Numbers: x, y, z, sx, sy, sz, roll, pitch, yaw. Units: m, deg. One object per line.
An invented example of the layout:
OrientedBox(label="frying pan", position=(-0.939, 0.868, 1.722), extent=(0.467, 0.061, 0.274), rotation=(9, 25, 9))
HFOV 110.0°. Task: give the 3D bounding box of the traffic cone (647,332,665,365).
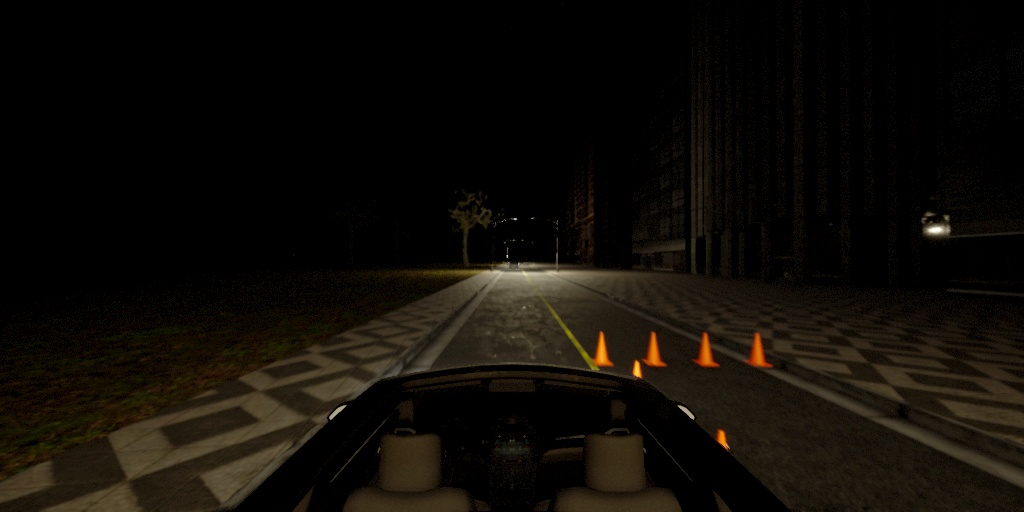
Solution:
OrientedBox(label="traffic cone", position=(2.733, 1.768, 6.935), extent=(0.340, 0.580, 0.340), rotation=(0, 0, 0))

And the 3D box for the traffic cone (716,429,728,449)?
OrientedBox(label="traffic cone", position=(1.713, 1.728, 2.941), extent=(0.340, 0.580, 0.340), rotation=(0, 0, 0))

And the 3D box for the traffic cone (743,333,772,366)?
OrientedBox(label="traffic cone", position=(4.733, 1.782, 6.925), extent=(0.340, 0.580, 0.340), rotation=(0, 0, 0))

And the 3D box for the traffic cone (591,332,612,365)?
OrientedBox(label="traffic cone", position=(1.733, 1.761, 6.941), extent=(0.340, 0.580, 0.340), rotation=(0, 0, 0))

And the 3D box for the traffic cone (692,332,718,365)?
OrientedBox(label="traffic cone", position=(3.733, 1.775, 6.930), extent=(0.340, 0.580, 0.340), rotation=(0, 0, 0))

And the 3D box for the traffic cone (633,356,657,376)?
OrientedBox(label="traffic cone", position=(1.723, 1.744, 4.941), extent=(0.340, 0.580, 0.340), rotation=(0, 0, 0))
